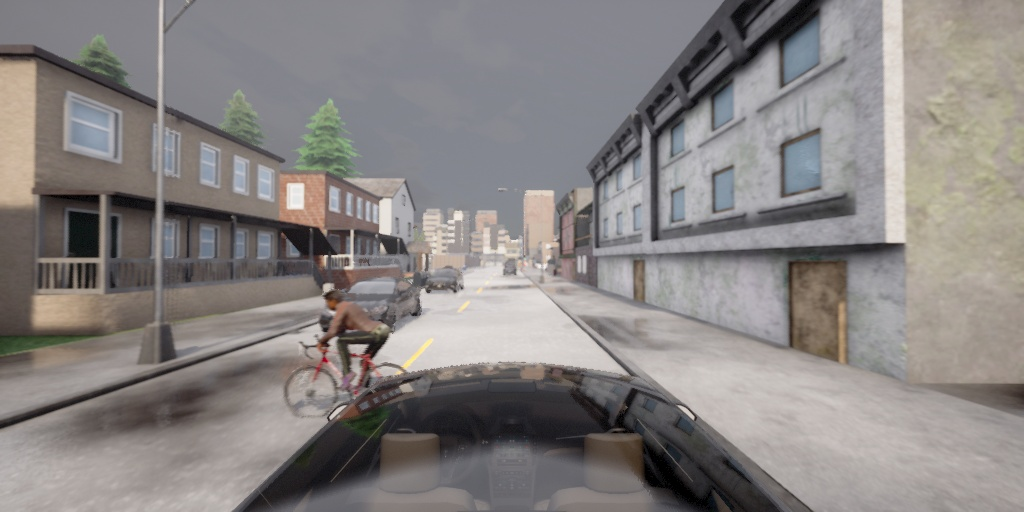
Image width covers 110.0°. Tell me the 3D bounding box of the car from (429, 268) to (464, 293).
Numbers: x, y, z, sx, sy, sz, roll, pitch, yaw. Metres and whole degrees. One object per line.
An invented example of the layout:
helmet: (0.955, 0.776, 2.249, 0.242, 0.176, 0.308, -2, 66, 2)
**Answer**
car: (-4.243, 1.531, 23.243, 1.837, 1.490, 4.892, 0, -1, 0)

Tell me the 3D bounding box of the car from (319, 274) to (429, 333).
car: (-4.165, 1.400, 11.335, 1.812, 1.442, 4.674, 0, -1, 0)

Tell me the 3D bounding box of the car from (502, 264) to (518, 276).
car: (-0.271, 1.836, 48.339, 2.128, 1.511, 4.902, 0, -1, 0)

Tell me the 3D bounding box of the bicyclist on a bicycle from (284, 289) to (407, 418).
bicyclist on a bicycle: (-2.060, 1.240, 4.514, 1.656, 1.620, 0.582, -2, -1, 0)
